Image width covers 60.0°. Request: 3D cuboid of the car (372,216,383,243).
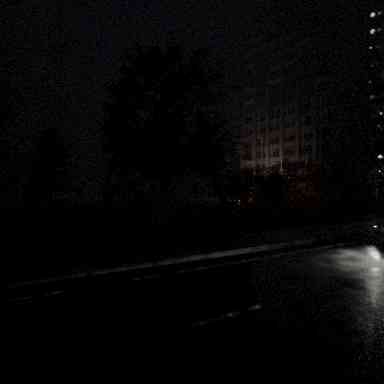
[{"bbox_3d":[9.851,1.453,14.702,4.902,1.511,2.128,0,0,-35],"label":"car"}]
